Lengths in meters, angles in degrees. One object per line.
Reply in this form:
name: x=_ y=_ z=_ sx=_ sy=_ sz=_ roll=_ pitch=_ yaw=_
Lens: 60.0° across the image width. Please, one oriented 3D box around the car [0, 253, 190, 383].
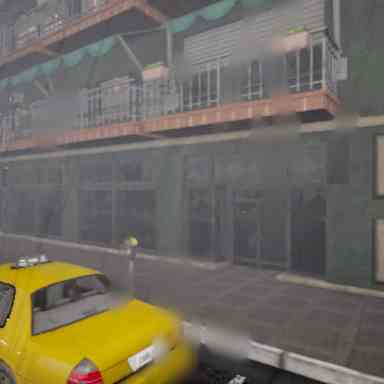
car: x=-2.312 y=1.526 z=4.520 sx=4.829 sy=1.417 sz=1.752 roll=0 pitch=0 yaw=36
